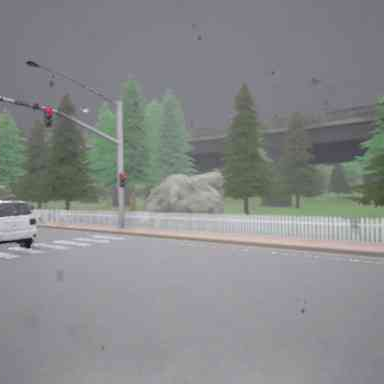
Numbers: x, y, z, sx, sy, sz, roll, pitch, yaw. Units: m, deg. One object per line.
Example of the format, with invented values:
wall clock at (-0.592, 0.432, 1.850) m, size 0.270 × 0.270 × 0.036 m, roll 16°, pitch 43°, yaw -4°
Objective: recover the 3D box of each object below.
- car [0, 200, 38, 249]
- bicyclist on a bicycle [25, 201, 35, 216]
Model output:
car at (-8.797, 1.390, 14.239) m, size 5.566 × 2.045 × 2.150 m, roll -1°, pitch 0°, yaw 38°
bicyclist on a bicycle at (-13.107, 1.578, 26.495) m, size 0.582 × 1.620 × 1.656 m, roll -1°, pitch 0°, yaw 37°
